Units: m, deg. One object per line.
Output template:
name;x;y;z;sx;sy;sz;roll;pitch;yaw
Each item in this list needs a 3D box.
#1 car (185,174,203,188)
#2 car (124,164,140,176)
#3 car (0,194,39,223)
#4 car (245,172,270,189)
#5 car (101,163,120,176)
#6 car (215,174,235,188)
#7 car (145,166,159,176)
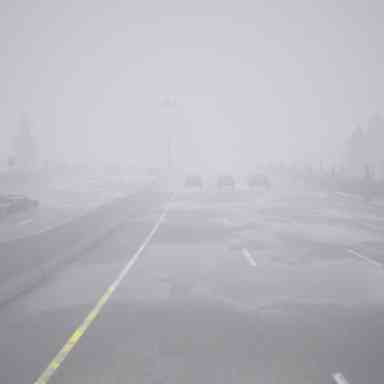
car;0.189;-1.329;37.274;2.128;1.511;4.902;0;7;1
car;-10.292;-3.803;57.042;2.097;1.767;4.553;0;7;1
car;-10.529;0.824;18.658;1.895;1.301;4.718;0;5;1
car;7.184;-1.425;36.841;2.097;1.767;4.553;0;7;1
car;-13.788;-3.912;56.864;2.150;2.045;5.566;0;7;1
car;3.688;-1.329;37.252;2.128;1.511;4.902;0;7;1
car;-6.797;-3.666;56.929;1.882;1.535;5.008;0;7;1
